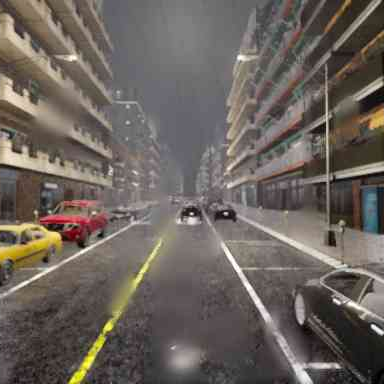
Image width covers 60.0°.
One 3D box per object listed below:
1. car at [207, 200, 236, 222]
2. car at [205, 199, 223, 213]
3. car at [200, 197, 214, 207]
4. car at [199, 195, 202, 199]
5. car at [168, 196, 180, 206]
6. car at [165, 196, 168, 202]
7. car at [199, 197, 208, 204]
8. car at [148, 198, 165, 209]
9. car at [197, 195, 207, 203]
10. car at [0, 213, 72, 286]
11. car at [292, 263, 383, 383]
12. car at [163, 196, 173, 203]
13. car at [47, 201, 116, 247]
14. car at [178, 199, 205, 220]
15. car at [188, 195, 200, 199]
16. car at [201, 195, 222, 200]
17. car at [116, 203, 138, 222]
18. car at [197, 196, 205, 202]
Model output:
[{"bbox_3d":[2.510,1.637,26.758,1.947,1.339,4.313,2,0,0],"label":"car"},{"bbox_3d":[2.493,1.670,32.421,1.802,1.307,4.206,2,0,0],"label":"car"},{"bbox_3d":[2.430,1.604,55.078,1.967,1.590,4.097,2,0,0],"label":"car"},{"bbox_3d":[2.447,1.583,49.412,1.967,1.590,4.097,2,0,0],"label":"car"},{"bbox_3d":[-2.953,1.735,61.198,2.033,1.411,5.357,0,0,0],"label":"car"},{"bbox_3d":[-5.452,1.709,55.060,1.887,1.381,4.507,2,0,0],"label":"car"},{"bbox_3d":[2.378,1.759,72.240,1.752,1.417,4.829,2,0,0],"label":"car"},{"bbox_3d":[-5.434,1.668,49.224,1.752,1.417,4.829,2,0,0],"label":"car"},{"bbox_3d":[2.367,1.572,77.736,2.192,1.841,5.009,2,0,0],"label":"car"},{"bbox_3d":[-5.318,1.551,9.577,1.752,1.417,4.829,2,0,0],"label":"car"},{"bbox_3d":[2.577,1.562,4.100,2.008,1.369,4.403,2,0,0],"label":"car"},{"bbox_3d":[-5.515,1.697,77.718,1.967,1.590,4.097,2,0,0],"label":"car"},{"bbox_3d":[-5.327,1.356,15.412,2.192,1.841,5.009,2,0,0],"label":"car"},{"bbox_3d":[-0.025,1.603,29.177,1.812,1.442,4.674,0,0,0],"label":"car"},{"bbox_3d":[-0.151,1.611,52.572,1.801,1.575,5.366,0,0,0],"label":"car"},{"bbox_3d":[2.484,1.420,38.087,2.192,1.841,5.009,2,0,0],"label":"car"},{"bbox_3d":[-5.369,1.622,26.741,2.008,1.369,4.403,2,0,0],"label":"car"},{"bbox_3d":[2.327,1.857,89.063,2.008,1.369,4.403,2,0,0],"label":"car"}]
